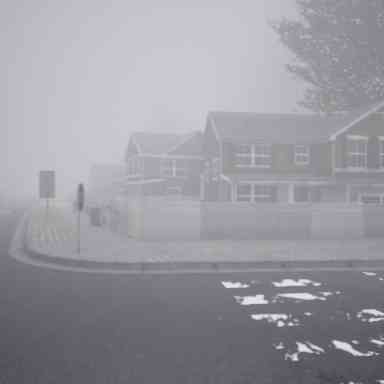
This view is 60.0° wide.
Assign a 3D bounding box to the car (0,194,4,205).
[{"bbox_3d":[-22.016,0.774,36.508,2.128,1.511,4.902,0,1,-21],"label":"car"}]
